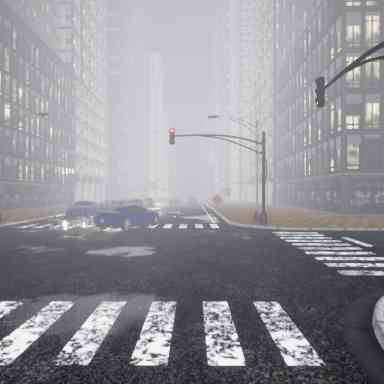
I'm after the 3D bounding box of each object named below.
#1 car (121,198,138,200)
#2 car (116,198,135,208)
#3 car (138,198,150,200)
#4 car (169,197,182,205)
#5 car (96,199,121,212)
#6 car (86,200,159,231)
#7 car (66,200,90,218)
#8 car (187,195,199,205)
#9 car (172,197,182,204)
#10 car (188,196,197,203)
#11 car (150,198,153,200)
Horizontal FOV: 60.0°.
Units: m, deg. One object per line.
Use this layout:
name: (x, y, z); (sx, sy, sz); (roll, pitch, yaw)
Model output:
car: (-6.600, 1.517, 30.125); (2.128, 1.511, 4.902); (0, 0, 0)
car: (-9.839, 1.631, 49.432); (1.994, 1.385, 4.181); (0, 0, 0)
car: (-6.599, 1.521, 39.653); (1.882, 1.535, 5.008); (0, 0, 0)
car: (-3.150, 1.592, 60.003); (2.128, 1.511, 4.902); (0, 0, 0)
car: (-9.848, 1.607, 39.508); (1.994, 1.385, 4.181); (0, 0, 0)
car: (-3.930, 1.489, 20.809); (1.882, 1.535, 5.008); (1, 0, 27)
car: (-9.853, 1.503, 30.374); (1.882, 1.535, 5.008); (0, 0, 0)
car: (0.105, 1.631, 61.505); (1.812, 1.442, 4.674); (0, 0, 0)
car: (-3.181, 1.703, 70.331); (1.994, 1.385, 4.181); (0, 0, 0)
car: (0.068, 1.622, 71.352); (1.882, 1.535, 5.008); (0, 0, 0)
car: (-6.593, 1.594, 49.700); (1.812, 1.442, 4.674); (0, 0, 0)
